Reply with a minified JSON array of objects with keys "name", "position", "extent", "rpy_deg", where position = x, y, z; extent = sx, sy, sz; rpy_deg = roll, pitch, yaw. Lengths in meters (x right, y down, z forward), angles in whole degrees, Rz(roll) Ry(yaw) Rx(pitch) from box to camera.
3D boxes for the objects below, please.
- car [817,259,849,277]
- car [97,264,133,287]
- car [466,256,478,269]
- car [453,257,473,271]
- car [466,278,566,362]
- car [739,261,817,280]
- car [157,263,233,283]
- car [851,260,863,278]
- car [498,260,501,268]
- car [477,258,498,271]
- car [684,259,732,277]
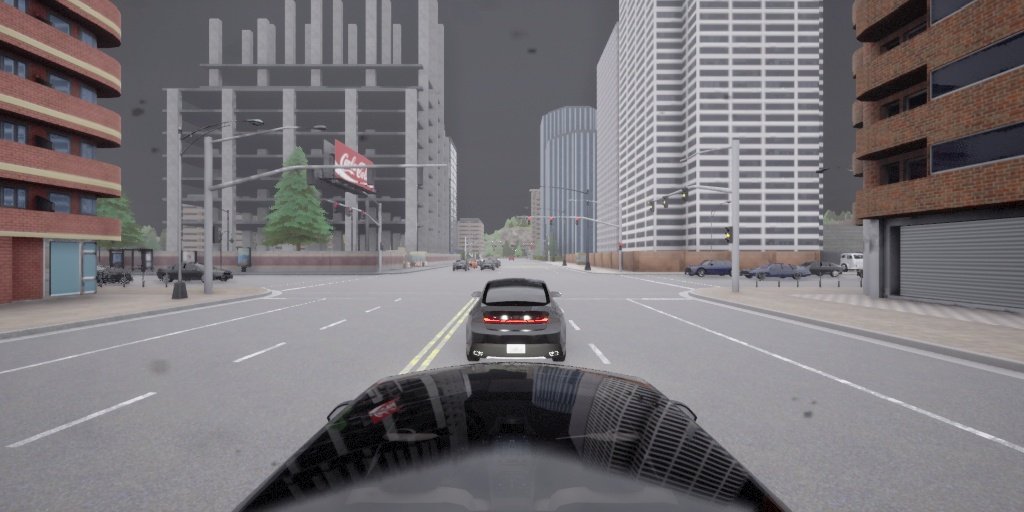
[{"name":"car","position":[29.068,1.255,34.684],"extent":[4.892,1.490,1.837],"rpy_deg":[0,0,0]},{"name":"car","position":[-28.423,1.227,23.970],"extent":[5.008,1.535,1.882],"rpy_deg":[0,0,0]},{"name":"car","position":[-6.805,1.102,57.966],"extent":[2.097,1.767,4.553],"rpy_deg":[0,0,0]},{"name":"car","position":[-6.862,1.254,48.760],"extent":[1.837,1.490,4.892],"rpy_deg":[0,0,0]},{"name":"car","position":[0.094,1.255,8.228],"extent":[1.837,1.490,4.892],"rpy_deg":[0,0,1]},{"name":"car","position":[22.808,1.297,31.191],"extent":[5.357,1.411,2.033],"rpy_deg":[0,0,0]},{"name":"car","position":[-24.209,1.254,27.472],"extent":[4.892,1.490,1.837],"rpy_deg":[0,0,0]},{"name":"car","position":[32.720,1.314,31.180],"extent":[4.181,1.385,1.994],"rpy_deg":[0,0,0]},{"name":"car","position":[-3.287,1.102,60.415],"extent":[2.097,1.767,4.553],"rpy_deg":[0,0,1]},{"name":"car","position":[-3.354,1.254,50.290],"extent":[1.837,1.490,4.892],"rpy_deg":[0,0,0]},{"name":"car","position":[19.218,1.102,34.690],"extent":[4.553,1.767,2.097],"rpy_deg":[0,0,0]}]
